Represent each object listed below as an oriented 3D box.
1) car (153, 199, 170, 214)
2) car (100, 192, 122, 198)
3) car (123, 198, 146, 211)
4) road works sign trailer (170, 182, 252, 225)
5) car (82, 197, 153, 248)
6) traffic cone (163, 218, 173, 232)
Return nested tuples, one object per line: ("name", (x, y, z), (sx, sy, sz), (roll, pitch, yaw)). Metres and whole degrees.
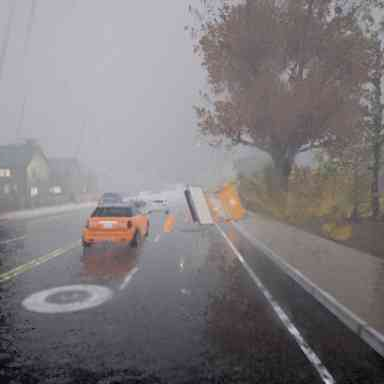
("car", (-3.160, 1.376, 32.809), (1.812, 1.442, 4.674), (0, 0, 0))
("car", (-9.851, 1.031, 40.603), (2.150, 2.045, 5.566), (0, 0, 0))
("car", (-6.605, 1.421, 38.749), (1.895, 1.301, 4.718), (0, 0, 0))
("road works sign trailer", (1.011, 0.866, 19.110), (2.880, 2.380, 3.560), (-32, -23, 34))
("car", (-3.154, 1.287, 14.639), (2.097, 1.767, 4.553), (0, 0, 0))
("traffic cone", (-1.386, 1.874, 18.226), (0.340, 0.580, 0.340), (0, 0, 0))
